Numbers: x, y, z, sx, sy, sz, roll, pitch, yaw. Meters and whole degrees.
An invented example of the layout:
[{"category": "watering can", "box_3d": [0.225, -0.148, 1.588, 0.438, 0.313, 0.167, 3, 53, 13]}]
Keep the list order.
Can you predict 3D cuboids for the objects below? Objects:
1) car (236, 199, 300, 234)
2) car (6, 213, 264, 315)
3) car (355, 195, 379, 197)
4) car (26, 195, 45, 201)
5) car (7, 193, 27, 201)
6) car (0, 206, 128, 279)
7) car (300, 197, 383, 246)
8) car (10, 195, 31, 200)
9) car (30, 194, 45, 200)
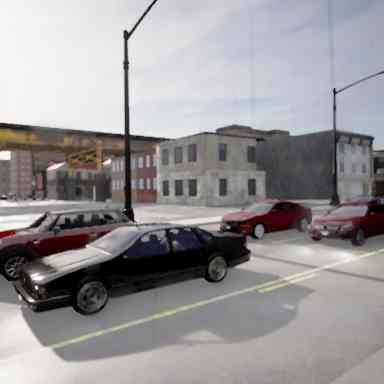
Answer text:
[{"category": "car", "box_3d": [3.518, 1.133, 15.361, 5.008, 1.535, 1.882, -2, 1, -37]}, {"category": "car", "box_3d": [-1.002, 1.453, 7.640, 5.357, 1.411, 2.033, -2, 1, -37]}, {"category": "car", "box_3d": [10.821, 0.905, 20.771, 4.181, 1.385, 1.994, -3, 1, -37]}, {"category": "car", "box_3d": [-35.877, 1.384, 77.154, 2.038, 1.542, 4.974, -1, 1, -6]}, {"category": "car", "box_3d": [-39.605, 1.440, 77.009, 4.974, 1.542, 2.038, -1, 1, 24]}, {"category": "car", "box_3d": [-3.829, 1.293, 9.894, 4.553, 1.767, 2.097, -2, 1, -37]}, {"category": "car", "box_3d": [6.620, 1.133, 13.300, 4.674, 1.442, 1.812, -2, 1, -36]}, {"category": "car", "box_3d": [-39.655, 1.283, 77.028, 4.536, 1.218, 1.853, -1, 1, 24]}, {"category": "car", "box_3d": [-35.885, 1.226, 77.204, 1.853, 1.218, 4.536, -1, 1, -6]}]
